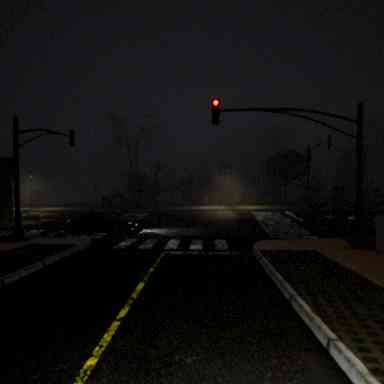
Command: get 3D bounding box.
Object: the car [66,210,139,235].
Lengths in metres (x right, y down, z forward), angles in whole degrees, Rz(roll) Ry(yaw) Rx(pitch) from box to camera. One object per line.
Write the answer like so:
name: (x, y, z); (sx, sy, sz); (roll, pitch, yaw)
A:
car: (-5.315, 1.786, 20.025); (4.181, 1.385, 1.994); (0, 3, 6)
